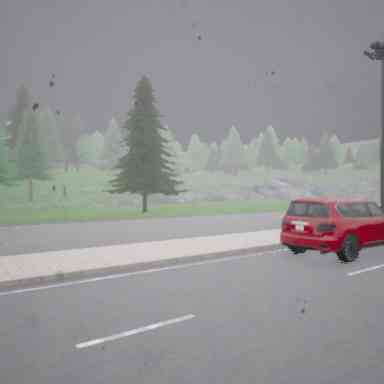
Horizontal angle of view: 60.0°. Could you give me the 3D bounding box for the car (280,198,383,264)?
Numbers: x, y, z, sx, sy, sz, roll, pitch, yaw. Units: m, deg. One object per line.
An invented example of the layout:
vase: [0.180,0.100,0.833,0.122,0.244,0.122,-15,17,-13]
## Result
car: [5.632,1.226,12.146,5.566,2.045,2.150,0,0,-35]
